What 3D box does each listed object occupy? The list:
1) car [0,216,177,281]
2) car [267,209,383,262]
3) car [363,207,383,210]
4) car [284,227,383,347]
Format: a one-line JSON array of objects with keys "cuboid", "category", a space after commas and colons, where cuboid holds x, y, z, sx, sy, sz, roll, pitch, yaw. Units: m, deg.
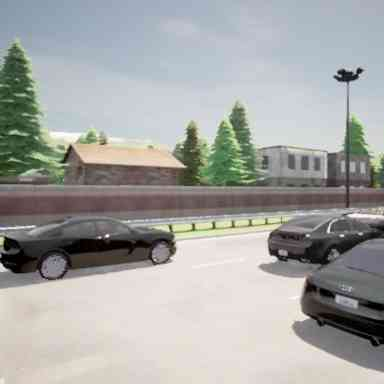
[{"cuboid": [-2.776, 1.441, 9.829, 5.008, 1.535, 1.882, 0, 0, -35], "category": "car"}, {"cuboid": [4.524, 1.466, 10.671, 4.892, 1.490, 1.837, 0, 0, -35], "category": "car"}, {"cuboid": [11.260, 1.534, 19.666, 4.718, 1.301, 1.895, 0, 0, -35], "category": "car"}, {"cuboid": [3.864, 1.543, 5.934, 4.181, 1.385, 1.994, 0, 0, -35], "category": "car"}]
